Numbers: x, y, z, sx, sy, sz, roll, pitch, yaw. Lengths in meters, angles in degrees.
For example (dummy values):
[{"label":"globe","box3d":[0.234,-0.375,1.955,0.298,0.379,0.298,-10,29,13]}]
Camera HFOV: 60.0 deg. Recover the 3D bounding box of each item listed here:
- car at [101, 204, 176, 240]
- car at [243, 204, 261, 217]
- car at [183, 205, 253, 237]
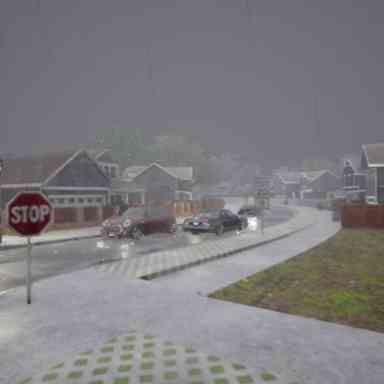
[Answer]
[{"label":"car","box3d":[-2.877,1.580,18.603,2.097,1.767,4.553,-1,-1,33]},{"label":"car","box3d":[6.190,1.942,35.801,1.895,1.301,4.718,-1,-1,20]},{"label":"car","box3d":[1.521,1.751,19.723,2.033,1.411,5.357,-1,-1,32]}]
